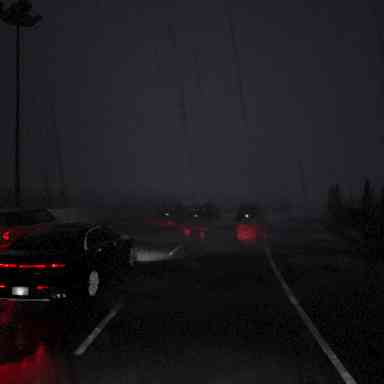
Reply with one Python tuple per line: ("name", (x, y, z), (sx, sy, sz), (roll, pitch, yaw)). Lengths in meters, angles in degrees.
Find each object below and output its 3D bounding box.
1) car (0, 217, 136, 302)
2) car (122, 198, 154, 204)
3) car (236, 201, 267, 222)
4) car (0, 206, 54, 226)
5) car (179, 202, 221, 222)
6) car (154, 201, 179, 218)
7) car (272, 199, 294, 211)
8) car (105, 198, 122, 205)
("car", (-2.784, 1.495, 8.269), (1.837, 1.490, 4.892), (0, 0, 6))
("car", (-6.677, 1.522, 45.085), (2.033, 1.411, 5.357), (0, 0, 26))
("car", (4.763, 1.515, 26.444), (1.837, 1.490, 4.892), (0, -1, 19))
("car", (-5.843, 1.332, 11.761), (2.097, 1.767, 4.553), (0, 0, 8))
("car", (0.993, 1.492, 26.196), (2.128, 1.511, 4.902), (0, 0, 17))
("car", (-1.351, 1.594, 30.254), (1.895, 1.301, 4.718), (0, 0, 20))
("car", (11.087, 1.557, 40.753), (1.812, 1.442, 4.674), (0, 0, 28))
("car", (-9.859, 1.511, 46.538), (2.033, 1.411, 5.357), (0, 0, 26))
